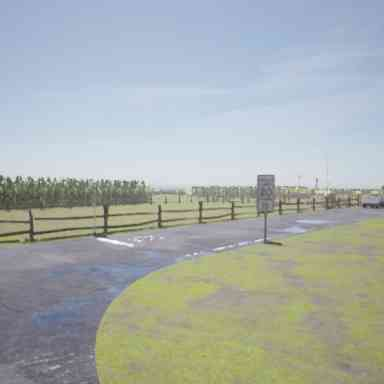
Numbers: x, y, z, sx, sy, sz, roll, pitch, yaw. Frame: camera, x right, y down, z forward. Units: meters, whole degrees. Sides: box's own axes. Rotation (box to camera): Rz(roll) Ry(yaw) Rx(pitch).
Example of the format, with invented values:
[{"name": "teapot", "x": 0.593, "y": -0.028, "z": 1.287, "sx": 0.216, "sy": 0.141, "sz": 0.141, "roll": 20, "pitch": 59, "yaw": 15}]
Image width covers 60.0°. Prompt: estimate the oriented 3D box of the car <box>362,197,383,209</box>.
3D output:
[{"name": "car", "x": 24.161, "y": 1.404, "z": 43.913, "sx": 2.033, "sy": 1.411, "sz": 5.357, "roll": 1, "pitch": 1, "yaw": 44}]
